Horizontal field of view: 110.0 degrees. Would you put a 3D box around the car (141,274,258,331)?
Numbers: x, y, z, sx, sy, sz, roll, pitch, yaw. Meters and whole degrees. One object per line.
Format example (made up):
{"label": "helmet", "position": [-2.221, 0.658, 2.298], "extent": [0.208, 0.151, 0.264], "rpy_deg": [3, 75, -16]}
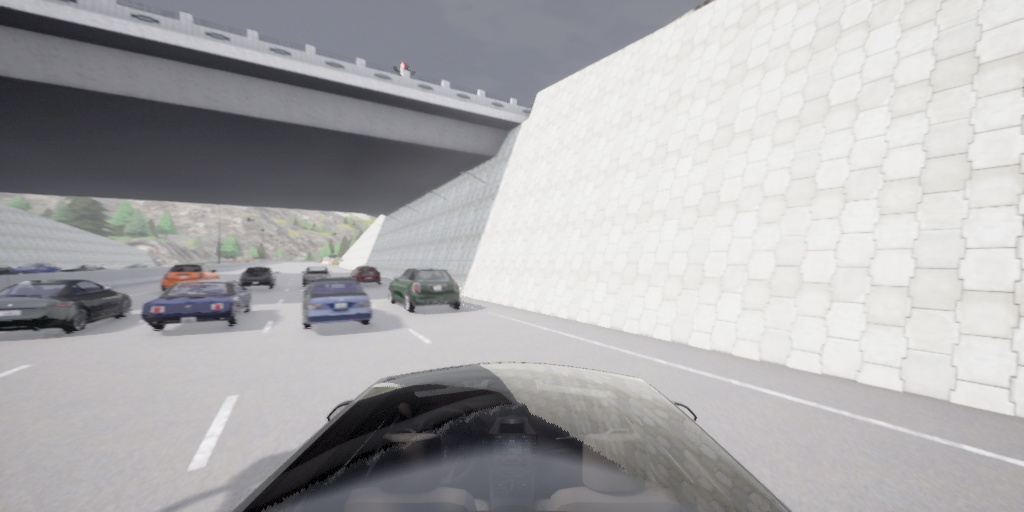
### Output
{"label": "car", "position": [-9.653, 1.429, 11.434], "extent": [1.895, 1.301, 4.718], "rpy_deg": [1, -1, -30]}

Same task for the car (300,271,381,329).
{"label": "car", "position": [-5.852, 1.402, 11.836], "extent": [2.033, 1.411, 5.357], "rpy_deg": [1, -1, -30]}

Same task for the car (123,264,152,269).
{"label": "car", "position": [-43.769, 1.617, 41.963], "extent": [1.994, 1.385, 4.181], "rpy_deg": [1, -1, -30]}

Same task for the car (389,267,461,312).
{"label": "car", "position": [-3.866, 1.266, 15.423], "extent": [2.097, 1.767, 4.553], "rpy_deg": [1, -1, -30]}

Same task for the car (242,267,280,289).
{"label": "car", "position": [-17.529, 1.474, 24.939], "extent": [1.837, 1.490, 4.892], "rpy_deg": [1, -1, -30]}

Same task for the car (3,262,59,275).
{"label": "car", "position": [-49.015, 1.435, 37.056], "extent": [1.882, 1.535, 5.008], "rpy_deg": [1, -1, -30]}

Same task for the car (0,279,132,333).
{"label": "car", "position": [-13.080, 1.360, 10.382], "extent": [1.994, 1.385, 4.181], "rpy_deg": [1, -1, -30]}

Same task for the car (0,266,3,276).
{"label": "car", "position": [-52.466, 1.526, 36.066], "extent": [1.895, 1.301, 4.718], "rpy_deg": [1, -1, -30]}

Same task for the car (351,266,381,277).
{"label": "car", "position": [-12.070, 1.537, 29.491], "extent": [1.882, 1.535, 5.008], "rpy_deg": [1, -1, -30]}

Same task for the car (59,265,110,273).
{"label": "car", "position": [-46.033, 1.600, 38.877], "extent": [1.895, 1.301, 4.718], "rpy_deg": [1, -1, -30]}

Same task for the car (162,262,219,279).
{"label": "car", "position": [-20.496, 1.277, 23.082], "extent": [2.097, 1.767, 4.553], "rpy_deg": [1, -1, -30]}

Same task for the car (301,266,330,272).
{"label": "car", "position": [-14.498, 1.500, 26.687], "extent": [2.128, 1.511, 4.902], "rpy_deg": [1, -1, -30]}
